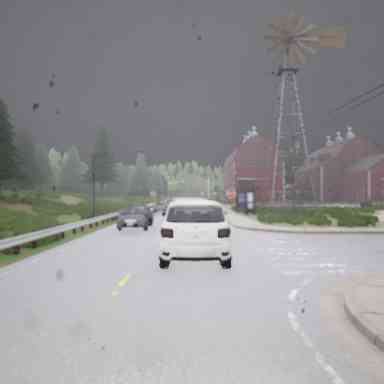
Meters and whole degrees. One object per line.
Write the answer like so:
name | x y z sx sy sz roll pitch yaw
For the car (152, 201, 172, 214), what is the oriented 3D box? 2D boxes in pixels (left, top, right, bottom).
car | -3.547 1.809 39.499 1.895 1.301 4.718 0 0 0

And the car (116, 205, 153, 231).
car | -3.584 1.606 21.609 2.128 1.511 4.902 0 0 -1

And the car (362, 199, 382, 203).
car | 27.434 1.774 50.885 1.816 1.474 4.193 0 0 0

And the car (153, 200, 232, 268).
car | 0.099 1.285 11.617 2.150 2.045 5.566 0 0 0
